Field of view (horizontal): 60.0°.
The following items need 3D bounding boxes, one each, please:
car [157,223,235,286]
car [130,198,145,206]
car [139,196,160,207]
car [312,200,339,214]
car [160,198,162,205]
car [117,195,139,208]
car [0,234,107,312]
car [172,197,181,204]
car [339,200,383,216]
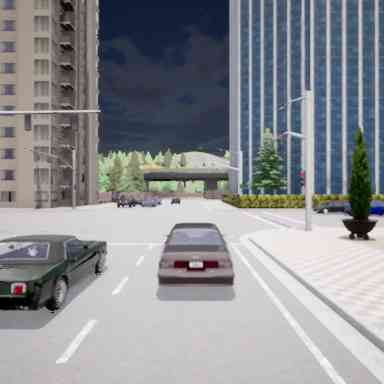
[{"bbox_3d":[0.092,1.588,9.542,2.033,1.411,5.357,0,0,0],"label":"car"},{"bbox_3d":[-10.439,1.814,63.802,2.033,1.411,5.357,0,0,1],"label":"car"},{"bbox_3d":[-6.998,1.580,54.531,2.097,1.767,4.553,0,0,0],"label":"car"},{"bbox_3d":[15.651,1.657,36.219,4.892,1.490,1.837,0,0,0],"label":"car"},{"bbox_3d":[-6.944,1.617,63.421,2.097,1.767,4.553,0,0,0],"label":"car"},{"bbox_3d":[-10.504,1.445,53.564,2.150,2.045,5.566,0,0,0],"label":"car"},{"bbox_3d":[-3.417,1.634,7.747,1.895,1.301,4.718,0,0,0],"label":"car"},{"bbox_3d":[-3.306,1.798,70.283,1.837,1.490,4.892,0,0,0],"label":"car"},{"bbox_3d":[17.604,1.615,32.736,5.008,1.535,1.882,0,0,0],"label":"car"}]
